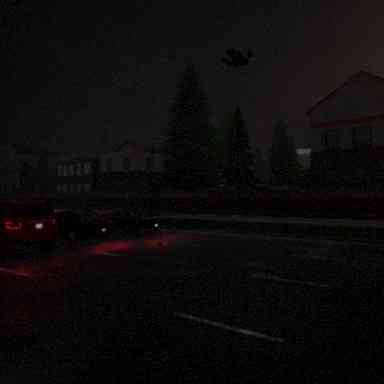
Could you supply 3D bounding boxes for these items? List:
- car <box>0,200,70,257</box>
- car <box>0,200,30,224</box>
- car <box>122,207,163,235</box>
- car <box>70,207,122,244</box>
[{"bbox_3d":[-7.763,1.348,13.707,5.566,2.045,2.150,0,0,36],"label":"car"},{"bbox_3d":[-15.958,1.622,28.152,4.553,1.767,2.097,-1,-1,36],"label":"car"},{"bbox_3d":[-3.919,1.627,19.568,4.902,1.511,2.128,-1,0,36],"label":"car"},{"bbox_3d":[-6.086,1.614,16.817,5.008,1.535,1.882,0,0,36],"label":"car"}]
